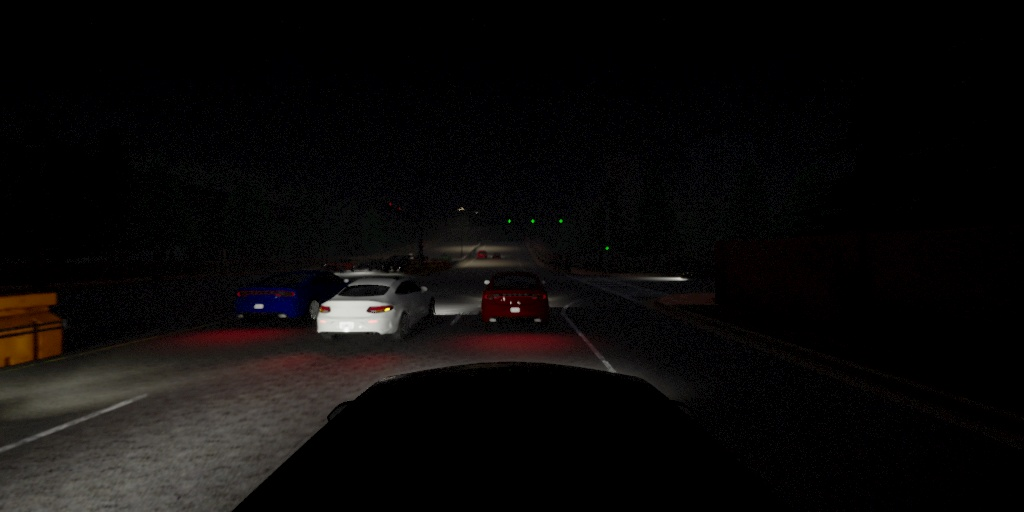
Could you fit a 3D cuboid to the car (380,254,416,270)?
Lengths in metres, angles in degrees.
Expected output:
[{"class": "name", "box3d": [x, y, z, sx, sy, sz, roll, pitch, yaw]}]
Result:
[{"class": "car", "box3d": [-14.104, 0.942, 44.706, 2.150, 2.045, 5.566, 0, 0, 0]}]

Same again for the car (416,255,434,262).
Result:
[{"class": "car", "box3d": [-14.093, 0.934, 55.075, 2.150, 2.045, 5.566, 0, 0, 0]}]

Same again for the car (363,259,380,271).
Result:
[{"class": "car", "box3d": [-17.609, 1.209, 48.059, 2.128, 1.511, 4.902, 0, 0, 0]}]

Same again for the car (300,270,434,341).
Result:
[{"class": "car", "box3d": [-3.417, 1.270, 9.735, 1.812, 1.442, 4.674, 0, 0, 0]}]

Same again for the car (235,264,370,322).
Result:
[{"class": "car", "box3d": [-6.909, 1.220, 12.270, 1.882, 1.535, 5.008, 0, 0, 0]}]

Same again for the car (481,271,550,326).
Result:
[{"class": "car", "box3d": [0.091, 1.221, 11.623, 1.882, 1.535, 5.008, 0, 0, 0]}]

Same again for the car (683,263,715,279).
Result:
[{"class": "car", "box3d": [17.340, 1.294, 31.394, 4.181, 1.385, 1.994, 0, 0, 0]}]

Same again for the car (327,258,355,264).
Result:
[{"class": "car", "box3d": [-21.105, 1.072, 43.978, 2.097, 1.767, 4.553, 0, 0, 0]}]

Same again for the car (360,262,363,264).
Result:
[{"class": "car", "box3d": [-21.092, 1.240, 52.958, 1.812, 1.442, 4.674, 0, 0, 0]}]
